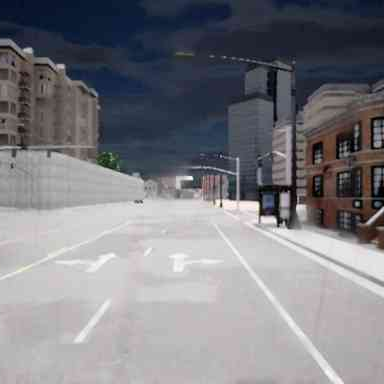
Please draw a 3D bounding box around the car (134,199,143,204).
[{"bbox_3d":[-14.044,2.491,87.516,1.994,1.385,4.181,0,-1,0],"label":"car"}]
